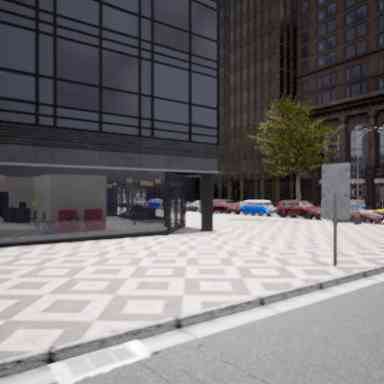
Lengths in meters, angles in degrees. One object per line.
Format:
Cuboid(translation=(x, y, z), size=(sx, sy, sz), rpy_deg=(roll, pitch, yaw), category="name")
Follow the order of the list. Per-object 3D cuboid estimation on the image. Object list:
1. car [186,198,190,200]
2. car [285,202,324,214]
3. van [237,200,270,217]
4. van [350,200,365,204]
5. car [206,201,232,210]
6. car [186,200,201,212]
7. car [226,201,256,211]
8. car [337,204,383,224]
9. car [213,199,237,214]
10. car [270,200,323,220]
Cuboid(translation=(1.179, 2.252, 61.034), size=(2.008, 1.369, 4.403), rpy_deg=(-1, 0, -35), category="car")
Cuboid(translation=(14.337, 2.058, 42.517), size=(1.947, 1.339, 4.313), rpy_deg=(-1, 0, -35), category="car")
Cuboid(translation=(7.388, 1.845, 37.573), size=(1.690, 1.788, 3.998), rpy_deg=(-1, 0, -35), category="van")
Cuboid(translation=(17.622, 1.777, 37.888), size=(1.690, 1.788, 3.998), rpy_deg=(-1, 0, -35), category="van")
Cuboid(translation=(4.468, 2.195, 56.405), size=(1.887, 1.381, 4.507), rpy_deg=(-1, 0, -35), category="car")
Cuboid(translation=(0.812, 2.162, 46.832), size=(2.008, 1.369, 4.403), rpy_deg=(-1, 0, -35), category="car")
Cuboid(translation=(7.659, 2.126, 51.915), size=(1.752, 1.417, 4.829), rpy_deg=(-1, 0, -35), category="car")
Cuboid(translation=(13.971, 1.973, 28.312), size=(1.802, 1.307, 4.206), rpy_deg=(-1, 0, -35), category="car")
Cuboid(translation=(4.098, 1.873, 42.203), size=(2.192, 1.841, 5.009), rpy_deg=(-1, 0, -35), category="car")
Cuboid(translation=(10.677, 1.763, 32.943), size=(2.192, 1.841, 5.009), rpy_deg=(-1, 0, -35), category="car")
